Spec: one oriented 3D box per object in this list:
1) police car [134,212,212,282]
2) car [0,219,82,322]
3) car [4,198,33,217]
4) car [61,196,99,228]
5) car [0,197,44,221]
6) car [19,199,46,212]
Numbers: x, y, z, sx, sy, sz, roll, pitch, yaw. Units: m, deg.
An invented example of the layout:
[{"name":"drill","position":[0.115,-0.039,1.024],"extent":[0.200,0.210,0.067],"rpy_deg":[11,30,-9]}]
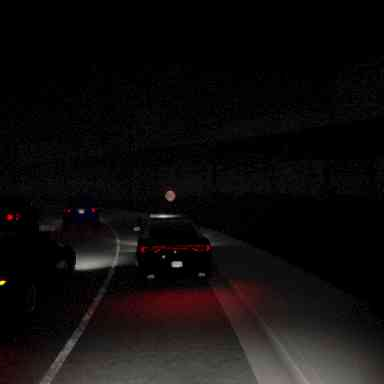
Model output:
[{"name":"police car","position":[-0.714,1.432,10.070],"extent":[1.930,1.638,5.238],"rpy_deg":[0,0,-8]},{"name":"car","position":[-3.878,1.546,7.066],"extent":[1.812,1.442,4.674],"rpy_deg":[0,0,-6]},{"name":"car","position":[-18.292,1.530,34.899],"extent":[2.097,1.767,4.553],"rpy_deg":[-1,0,-35]},{"name":"car","position":[-7.552,1.283,22.488],"extent":[2.150,2.045,5.566],"rpy_deg":[0,0,-20]},{"name":"car","position":[-9.269,1.288,16.836],"extent":[2.150,2.045,5.566],"rpy_deg":[0,0,-16]},{"name":"car","position":[-20.714,1.719,43.152],"extent":[1.812,1.442,4.674],"rpy_deg":[-1,0,-43]}]
